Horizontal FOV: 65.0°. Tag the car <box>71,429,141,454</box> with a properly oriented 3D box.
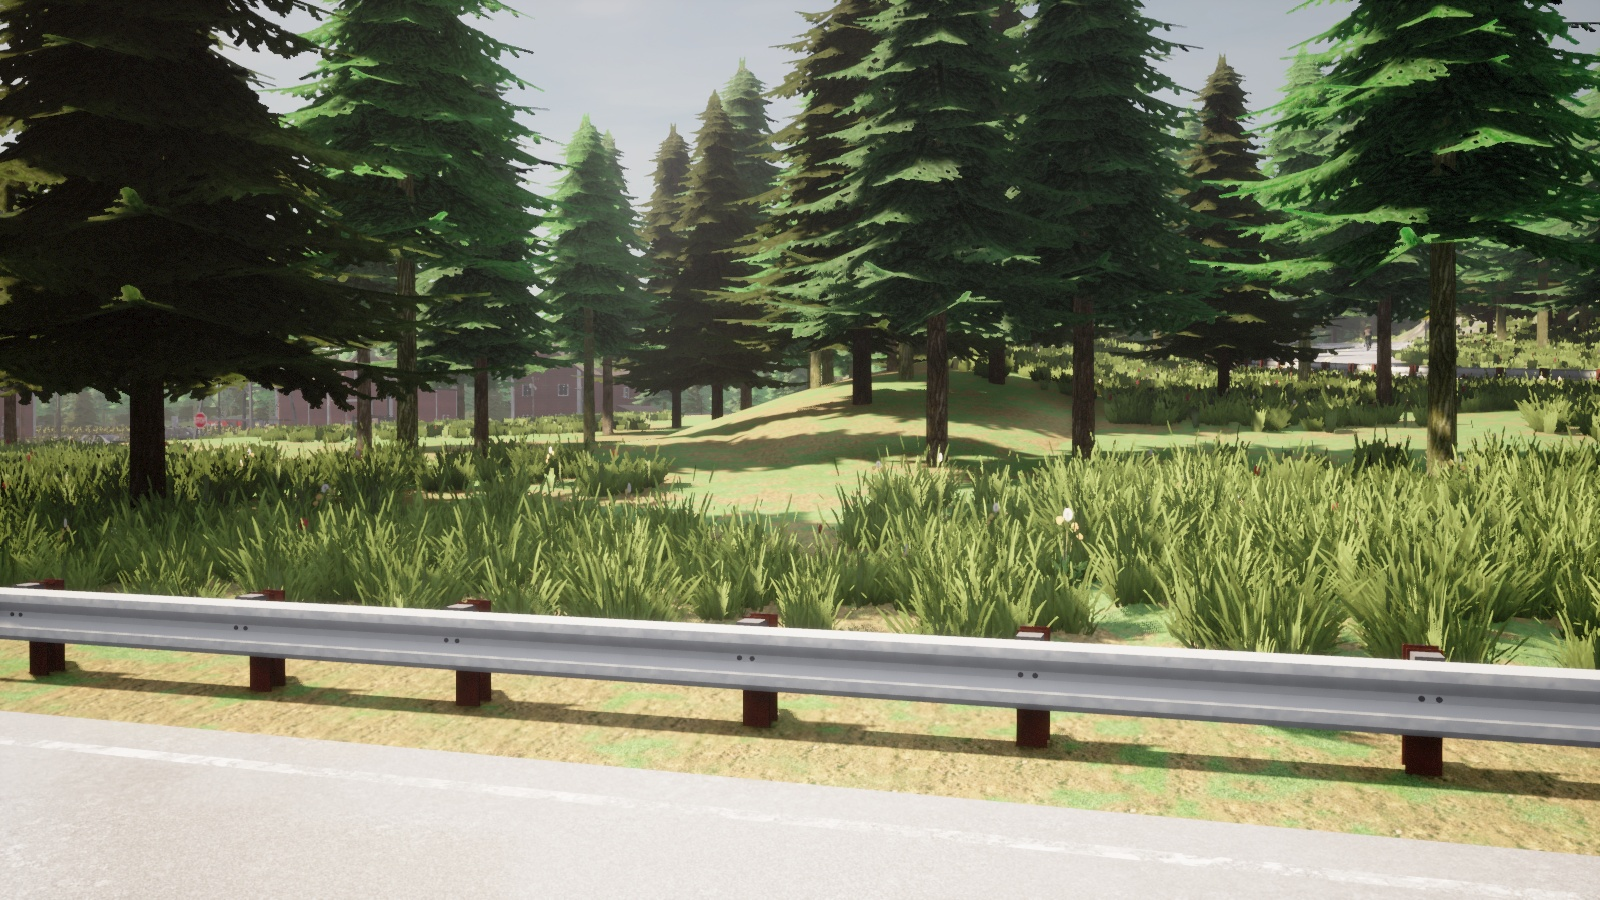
[{"bbox_3d":[-43.263,-0.549,78.304,3.633,1.501,1.845,1,1,20],"label":"car"}]
